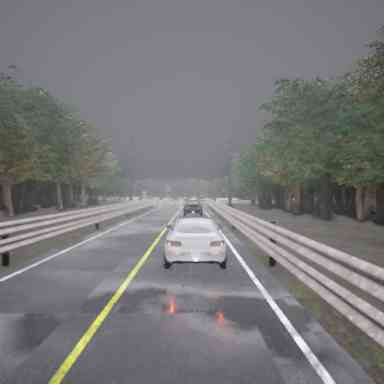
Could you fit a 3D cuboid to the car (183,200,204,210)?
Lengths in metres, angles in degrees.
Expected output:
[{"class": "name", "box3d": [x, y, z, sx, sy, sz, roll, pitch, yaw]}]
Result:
[{"class": "car", "box3d": [0.110, 1.615, 33.163, 1.837, 1.490, 4.892, 0, 0, 0]}]

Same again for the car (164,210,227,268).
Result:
[{"class": "car", "box3d": [0.101, 1.542, 11.171, 1.812, 1.442, 4.674, 0, 0, 0]}]
